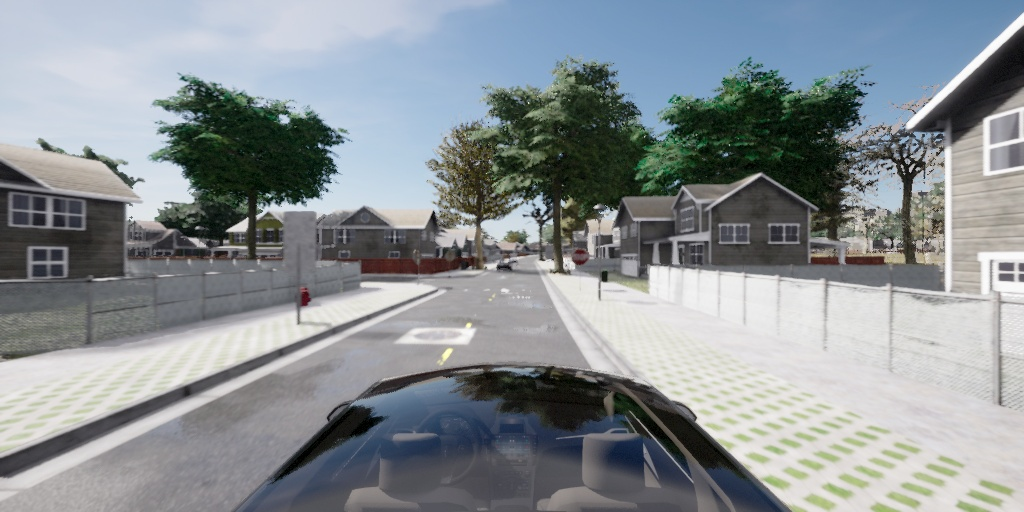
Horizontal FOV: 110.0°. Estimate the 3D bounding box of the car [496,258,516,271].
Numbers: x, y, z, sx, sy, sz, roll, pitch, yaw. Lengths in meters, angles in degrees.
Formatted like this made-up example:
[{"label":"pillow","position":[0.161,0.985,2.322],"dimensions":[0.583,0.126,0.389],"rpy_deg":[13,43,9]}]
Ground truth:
[{"label":"car","position":[-0.884,1.221,44.897],"dimensions":[1.895,1.301,4.718],"rpy_deg":[0,0,3]}]
